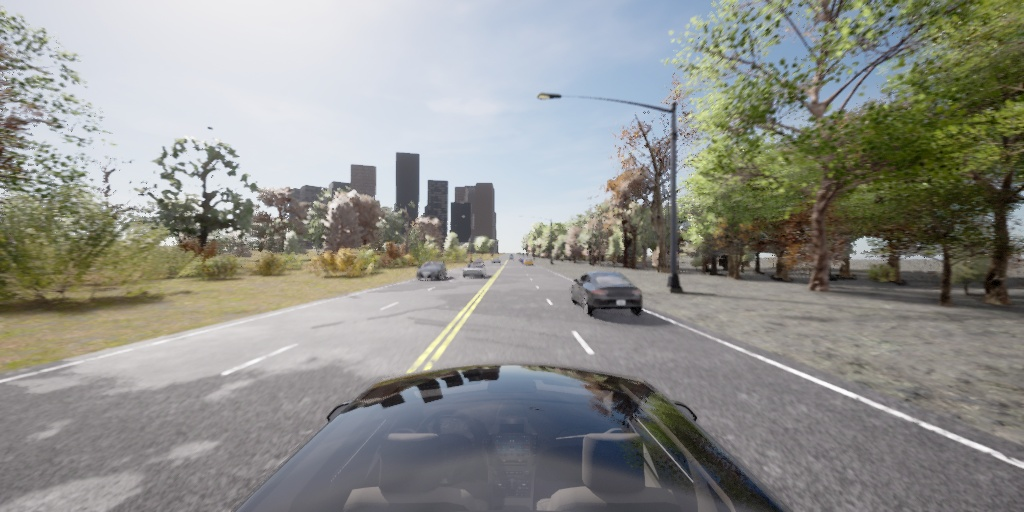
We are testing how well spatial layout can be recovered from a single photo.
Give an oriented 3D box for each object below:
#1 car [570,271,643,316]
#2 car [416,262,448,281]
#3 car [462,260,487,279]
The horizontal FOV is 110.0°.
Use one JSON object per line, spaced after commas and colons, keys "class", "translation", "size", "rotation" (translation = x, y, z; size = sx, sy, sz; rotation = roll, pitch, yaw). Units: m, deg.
{"class": "car", "translation": [3.351, 1.267, 13.311], "size": [1.812, 1.442, 4.674], "rotation": [0, 0, 0]}
{"class": "car", "translation": [-6.591, 1.222, 29.902], "size": [2.128, 1.511, 4.902], "rotation": [0, 0, 0]}
{"class": "car", "translation": [-3.343, 1.329, 32.660], "size": [1.895, 1.301, 4.718], "rotation": [0, 0, 0]}
